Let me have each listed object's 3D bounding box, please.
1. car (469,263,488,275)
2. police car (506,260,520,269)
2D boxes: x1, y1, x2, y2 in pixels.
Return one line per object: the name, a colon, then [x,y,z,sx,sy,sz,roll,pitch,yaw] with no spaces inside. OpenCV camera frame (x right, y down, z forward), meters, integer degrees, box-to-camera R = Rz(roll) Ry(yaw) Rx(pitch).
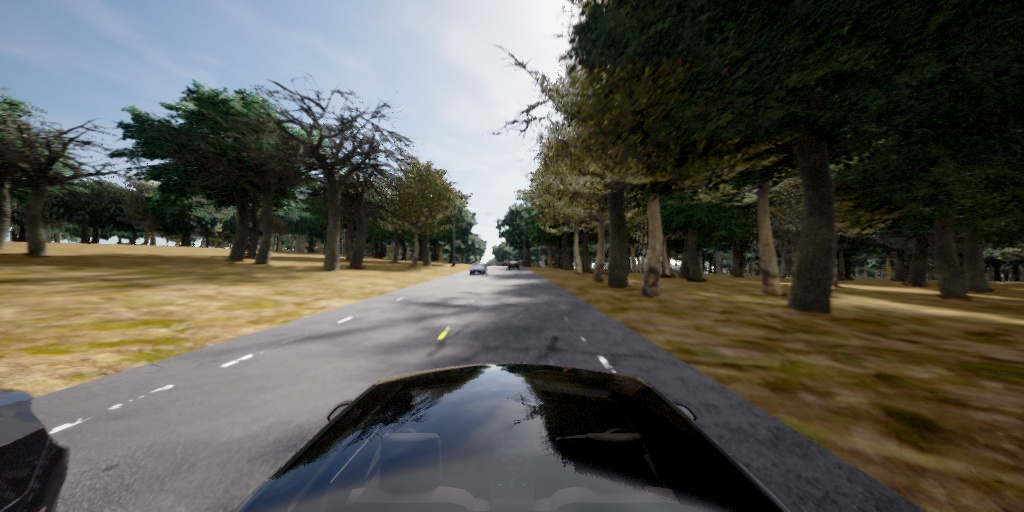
car: [-3.831,1.472,41.558,2.033,1.411,5.357,0,0,0]
police car: [0.385,1.556,65.170,1.930,1.638,5.238,0,-1,-1]
